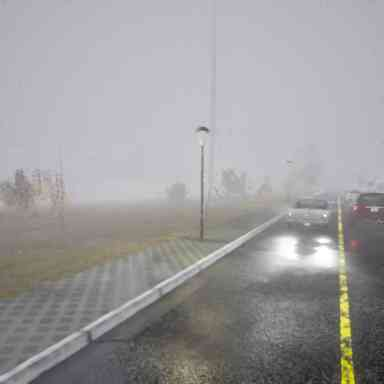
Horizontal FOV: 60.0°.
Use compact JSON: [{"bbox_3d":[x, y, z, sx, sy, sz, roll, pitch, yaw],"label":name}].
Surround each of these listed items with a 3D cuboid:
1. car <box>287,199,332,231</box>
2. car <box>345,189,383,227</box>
[{"bbox_3d":[5.938,1.043,16.606,1.895,1.301,4.718,1,2,24],"label":"car"},{"bbox_3d":[9.315,0.793,17.316,2.097,1.767,4.553,1,2,24],"label":"car"}]
